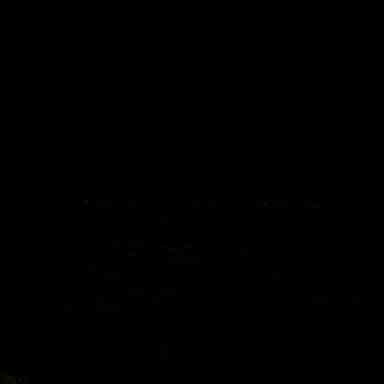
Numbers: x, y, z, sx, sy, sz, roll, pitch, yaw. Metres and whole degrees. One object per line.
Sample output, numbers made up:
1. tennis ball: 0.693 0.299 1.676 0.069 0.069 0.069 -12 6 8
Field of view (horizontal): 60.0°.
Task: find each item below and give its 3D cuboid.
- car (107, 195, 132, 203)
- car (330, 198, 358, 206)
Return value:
1. car: -14.606 1.367 67.270 5.008 1.535 1.882 1 0 -14
2. car: 28.757 1.908 63.030 4.902 1.511 2.128 1 0 4
